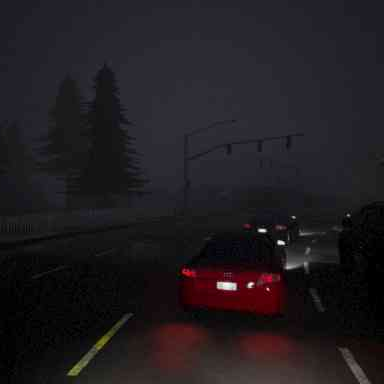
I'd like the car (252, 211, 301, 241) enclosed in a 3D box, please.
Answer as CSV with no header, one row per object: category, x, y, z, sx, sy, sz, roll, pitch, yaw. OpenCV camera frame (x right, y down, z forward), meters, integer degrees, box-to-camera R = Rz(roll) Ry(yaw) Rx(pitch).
car,3.780,1.564,15.549,1.994,1.385,4.181,0,0,26

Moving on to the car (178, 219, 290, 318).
car,1.123,1.564,7.577,1.994,1.385,4.181,0,0,15

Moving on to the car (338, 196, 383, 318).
car,4.701,1.221,7.219,2.150,2.045,5.566,0,0,15

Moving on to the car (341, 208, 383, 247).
car,8.359,1.564,15.812,1.994,1.385,4.181,0,0,28
